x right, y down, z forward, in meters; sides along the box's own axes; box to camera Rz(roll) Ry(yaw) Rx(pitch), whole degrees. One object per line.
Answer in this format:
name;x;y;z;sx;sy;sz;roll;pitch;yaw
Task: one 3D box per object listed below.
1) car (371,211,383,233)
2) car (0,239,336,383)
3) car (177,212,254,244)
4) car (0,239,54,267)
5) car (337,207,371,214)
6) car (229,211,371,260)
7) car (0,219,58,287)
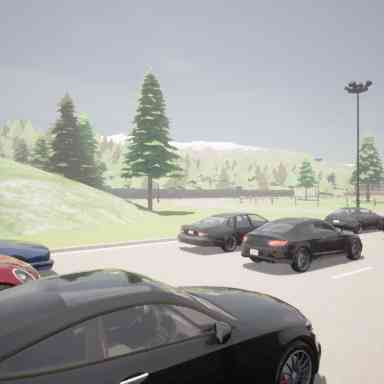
car;11.117;1.492;16.137;4.902;1.511;2.128;0;0;-36
car;-0.699;1.526;3.259;4.674;1.442;1.812;0;0;-36
car;1.990;1.547;13.845;5.357;1.411;2.033;0;0;-36
car;-4.584;1.352;4.760;4.553;1.767;2.097;0;0;-36
car;9.471;1.564;19.265;4.181;1.385;1.994;0;0;-36
car;3.608;1.526;10.709;4.674;1.442;1.812;0;0;-36
car;-6.246;1.547;7.879;5.357;1.411;2.033;0;0;-36
